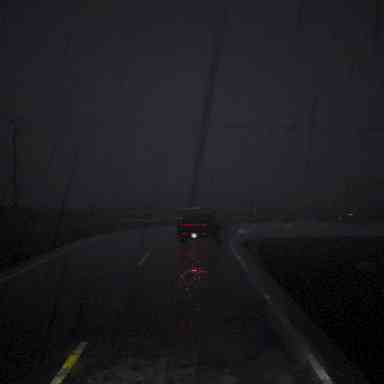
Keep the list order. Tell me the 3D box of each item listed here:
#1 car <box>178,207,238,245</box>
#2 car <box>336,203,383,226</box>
[{"bbox_3d":[0.805,1.485,15.668,1.837,1.490,4.892,-2,-1,17],"label":"car"},{"bbox_3d":[12.287,1.472,22.422,4.902,1.511,2.128,0,0,-5],"label":"car"}]
